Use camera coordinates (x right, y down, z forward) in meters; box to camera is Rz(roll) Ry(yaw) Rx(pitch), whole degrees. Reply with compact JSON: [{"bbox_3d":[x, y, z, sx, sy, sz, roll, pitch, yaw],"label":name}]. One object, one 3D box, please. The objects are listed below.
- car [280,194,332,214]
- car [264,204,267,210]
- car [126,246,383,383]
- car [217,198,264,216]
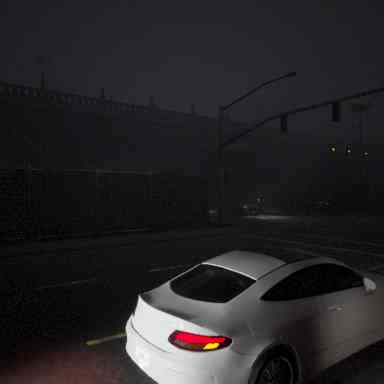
[{"bbox_3d":[12.160,1.277,35.823,2.150,2.045,5.566,0,0,-35],"label":"car"},{"bbox_3d":[6.404,1.581,37.866,1.812,1.442,4.674,0,0,-35],"label":"car"},{"bbox_3d":[1.378,1.526,4.766,4.674,1.442,1.812,0,0,-35],"label":"car"},{"bbox_3d":[4.633,1.407,33.976,2.097,1.767,4.553,0,0,-36],"label":"car"}]
